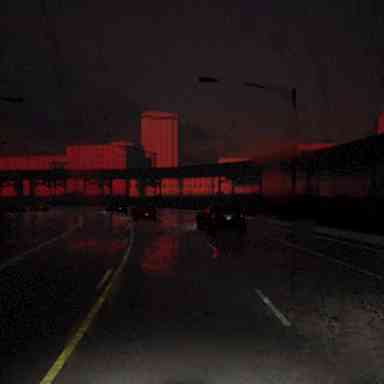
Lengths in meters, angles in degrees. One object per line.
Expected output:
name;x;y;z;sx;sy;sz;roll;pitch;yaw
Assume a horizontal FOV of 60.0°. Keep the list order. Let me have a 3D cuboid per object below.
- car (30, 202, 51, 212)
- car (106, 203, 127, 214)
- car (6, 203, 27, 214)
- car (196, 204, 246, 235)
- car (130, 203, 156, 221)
car;-23.336;2.285;51.151;1.882;1.535;5.008;0;-1;-42
car;-10.098;2.114;44.309;1.994;1.385;4.181;0;-1;-27
car;-25.591;2.331;48.436;1.812;1.442;4.674;0;-1;-41
car;1.575;1.468;19.837;2.097;1.767;4.553;0;-1;-10
car;-4.503;1.781;30.177;1.882;1.535;5.008;0;-1;-16
